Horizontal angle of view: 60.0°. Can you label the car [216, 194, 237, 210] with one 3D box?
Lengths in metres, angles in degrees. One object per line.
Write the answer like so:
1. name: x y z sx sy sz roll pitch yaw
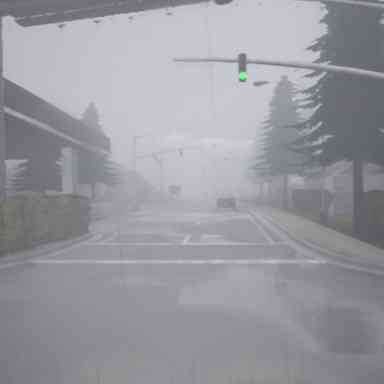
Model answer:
1. car: 3.482 0.976 33.591 1.882 1.535 5.008 -1 0 7
